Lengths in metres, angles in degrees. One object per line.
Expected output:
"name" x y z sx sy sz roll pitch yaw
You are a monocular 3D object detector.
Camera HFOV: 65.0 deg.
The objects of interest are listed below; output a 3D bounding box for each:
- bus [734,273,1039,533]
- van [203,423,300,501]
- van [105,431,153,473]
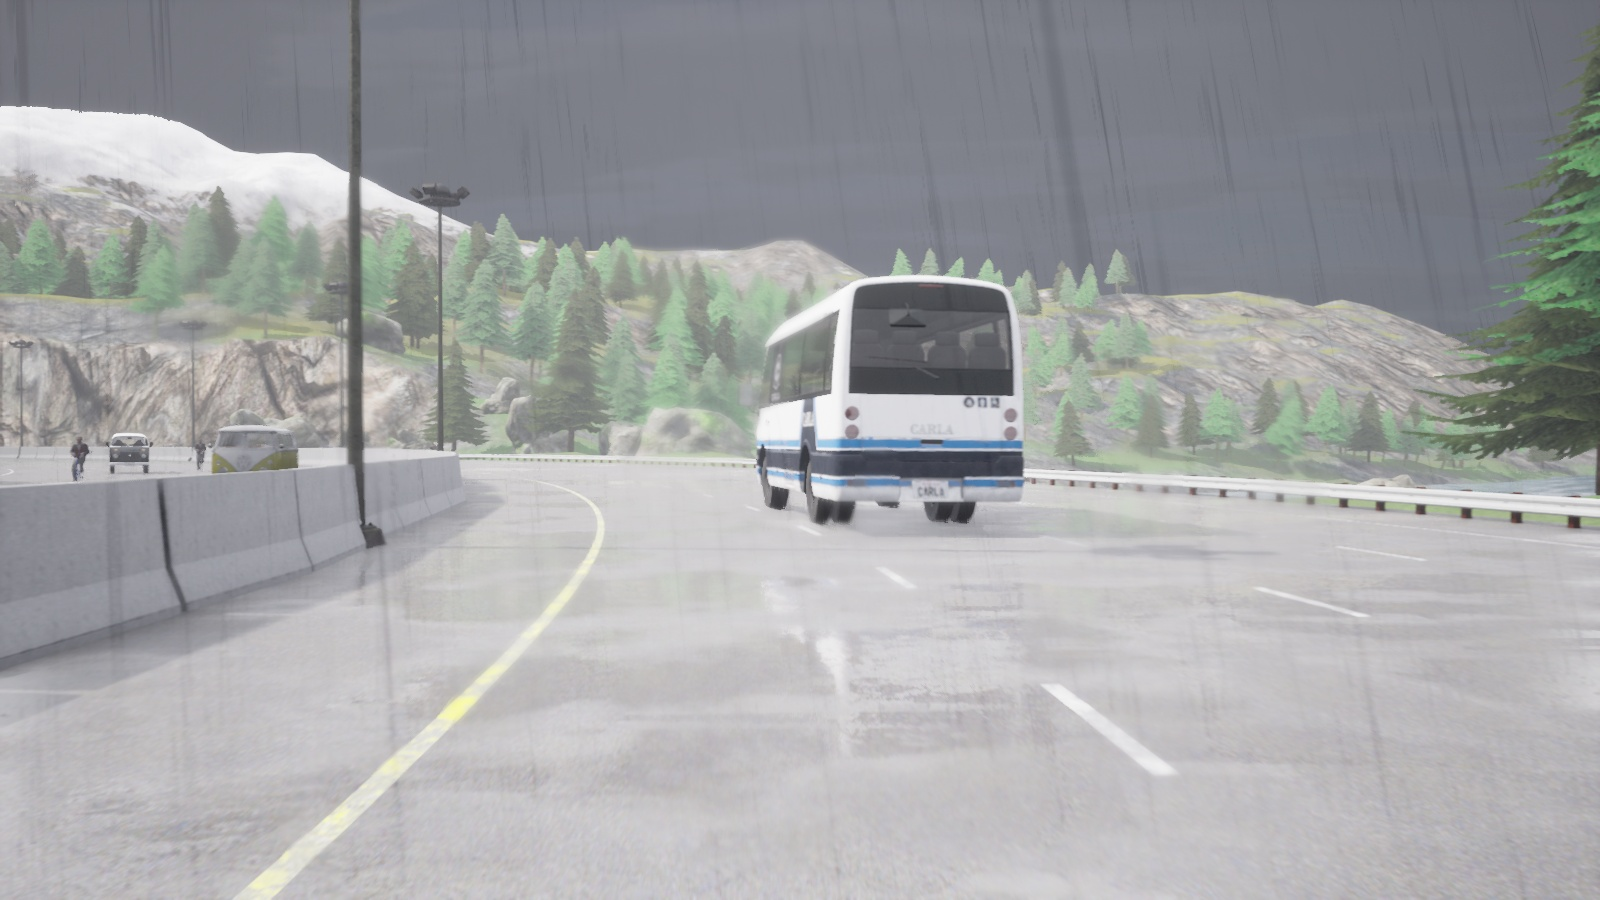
"bus" 1.211 -0.775 25.904 3.944 4.253 10.273 1 0 -10
"van" -15.062 0.296 34.694 1.775 1.987 4.442 0 0 -15
"van" -33.576 0.101 62.842 2.069 2.038 4.480 0 0 -28
